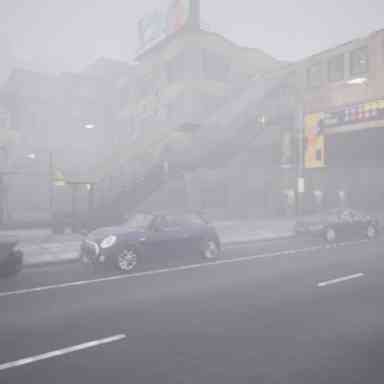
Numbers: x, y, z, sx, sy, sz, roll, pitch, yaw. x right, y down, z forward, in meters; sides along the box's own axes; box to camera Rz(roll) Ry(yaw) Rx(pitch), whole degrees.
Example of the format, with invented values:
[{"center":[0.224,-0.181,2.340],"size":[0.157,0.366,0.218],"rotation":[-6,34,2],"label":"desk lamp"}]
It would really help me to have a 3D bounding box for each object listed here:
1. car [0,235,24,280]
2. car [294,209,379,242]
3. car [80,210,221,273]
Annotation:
[{"center":[-6.414,1.468,7.156],"size":[5.008,1.535,2.097],"rotation":[1,0,-36],"label":"car"},{"center":[7.527,1.632,17.230],"size":[4.892,1.521,2.231],"rotation":[1,0,-26],"label":"car"},{"center":[-1.264,1.404,11.001],"size":[4.553,1.767,2.185],"rotation":[1,0,-36],"label":"car"}]
